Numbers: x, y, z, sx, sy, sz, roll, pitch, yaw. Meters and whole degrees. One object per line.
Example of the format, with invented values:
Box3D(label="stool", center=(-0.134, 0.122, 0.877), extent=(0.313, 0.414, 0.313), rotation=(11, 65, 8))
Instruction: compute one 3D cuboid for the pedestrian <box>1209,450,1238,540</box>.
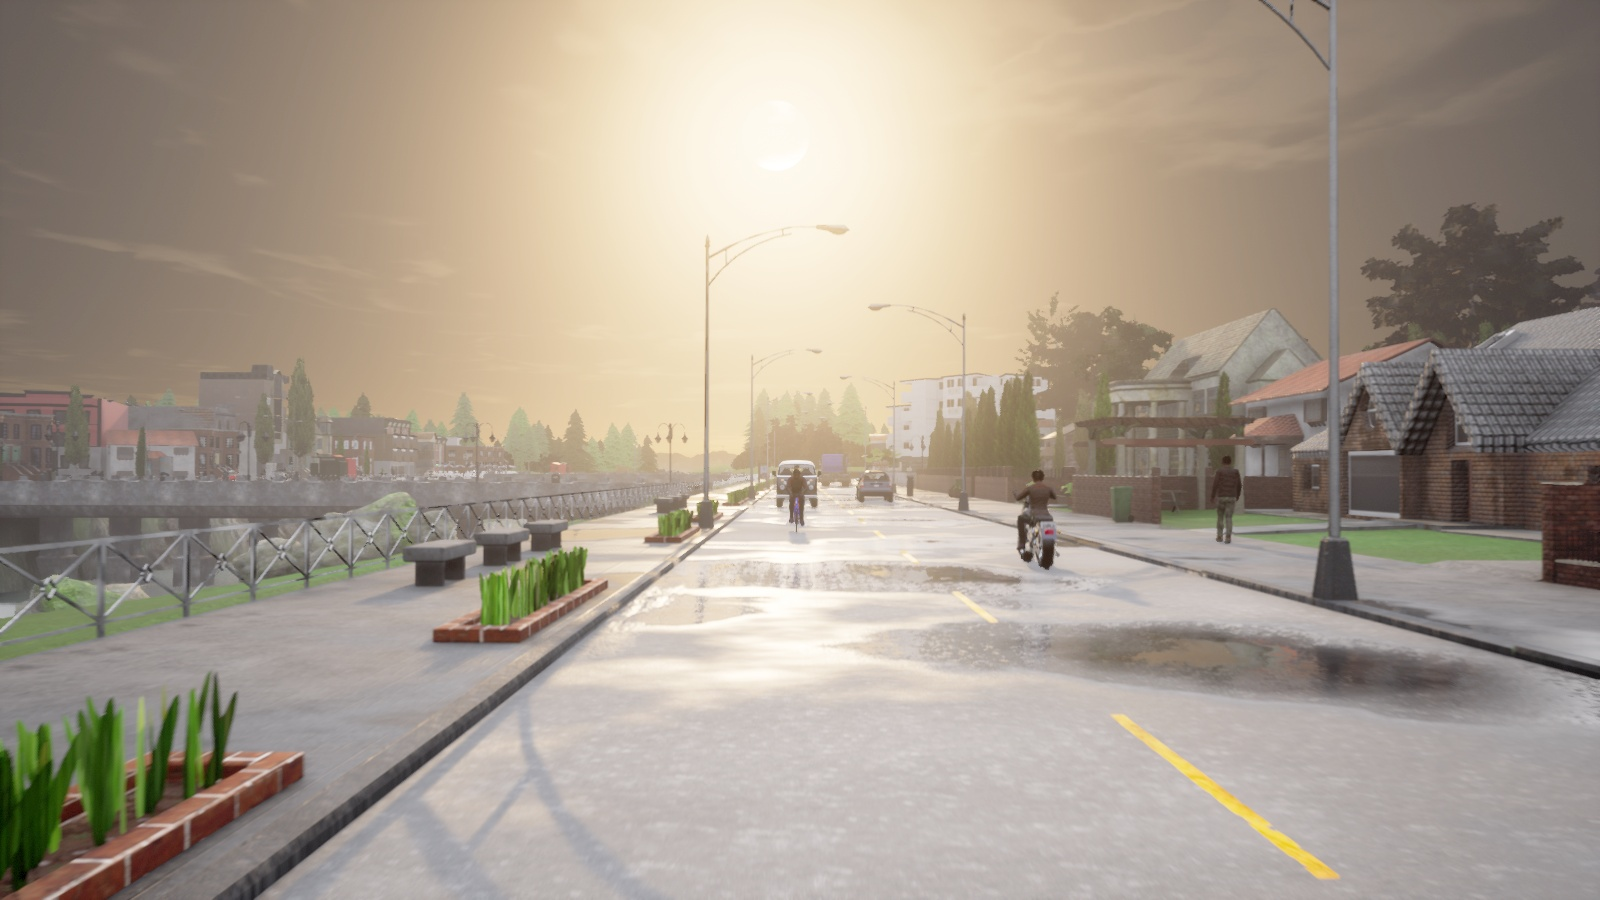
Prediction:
Box3D(label="pedestrian", center=(8.725, 0.922, 25.889), extent=(0.431, 1.840, 0.703), rotation=(0, -1, 7))

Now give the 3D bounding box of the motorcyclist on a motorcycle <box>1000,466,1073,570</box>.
Box3D(label="motorcyclist on a motorcycle", center=(3.950, 1.103, 21.165), extent=(0.766, 1.649, 2.350), rotation=(0, -1, 0))

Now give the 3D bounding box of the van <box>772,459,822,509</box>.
Box3D(label="van", center=(-0.130, 1.447, 54.393), extent=(2.069, 2.038, 4.480), rotation=(0, -1, 0))

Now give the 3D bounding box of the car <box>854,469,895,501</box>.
Box3D(label="car", center=(3.846, 1.787, 65.200), extent=(1.851, 1.617, 3.988), rotation=(0, -1, 0))
